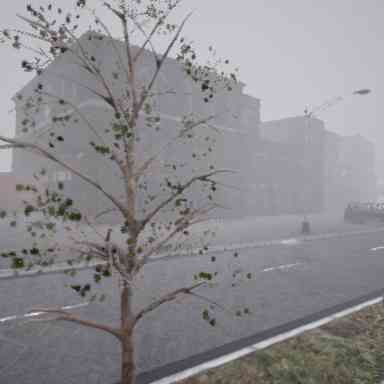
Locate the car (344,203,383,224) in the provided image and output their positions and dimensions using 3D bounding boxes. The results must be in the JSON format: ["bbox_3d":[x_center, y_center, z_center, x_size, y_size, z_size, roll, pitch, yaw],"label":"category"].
[{"bbox_3d":[17.207,2.038,31.083,2.435,2.045,5.566,3,-2,-43],"label":"car"}]
